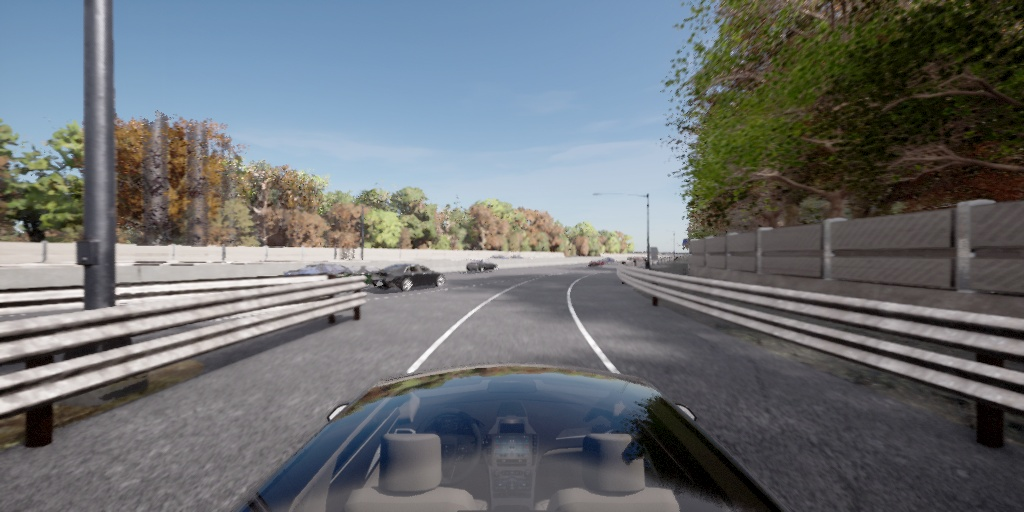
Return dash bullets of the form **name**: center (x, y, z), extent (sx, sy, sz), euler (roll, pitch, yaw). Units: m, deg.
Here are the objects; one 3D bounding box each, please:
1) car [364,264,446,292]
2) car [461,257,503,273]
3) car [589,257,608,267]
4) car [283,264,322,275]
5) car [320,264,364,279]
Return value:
- **car**: center (-5.779, 1.193, 20.783), extent (1.837, 1.490, 4.892), euler (0, 0, 27)
- **car**: center (-3.397, 1.154, 41.214), extent (2.128, 1.511, 4.902), euler (0, 0, 27)
- **car**: center (14.613, 1.219, 61.377), extent (1.895, 1.301, 4.718), euler (0, 0, 27)
- **car**: center (-12.161, 1.226, 23.690), extent (2.033, 1.411, 5.357), euler (0, 0, 26)
- **car**: center (-8.980, 1.268, 22.229), extent (1.895, 1.301, 4.718), euler (0, 0, 26)
